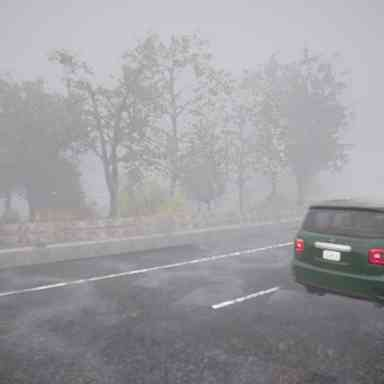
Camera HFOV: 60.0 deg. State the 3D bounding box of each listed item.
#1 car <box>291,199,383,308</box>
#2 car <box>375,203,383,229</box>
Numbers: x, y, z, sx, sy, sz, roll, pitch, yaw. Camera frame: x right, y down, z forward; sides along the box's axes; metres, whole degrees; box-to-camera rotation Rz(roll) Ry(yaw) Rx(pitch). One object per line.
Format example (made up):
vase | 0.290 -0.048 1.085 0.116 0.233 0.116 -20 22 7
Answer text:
car | 4.513 1.183 7.496 5.566 2.045 2.150 0 0 -39
car | 13.410 1.435 21.125 2.033 1.411 5.357 0 0 41
